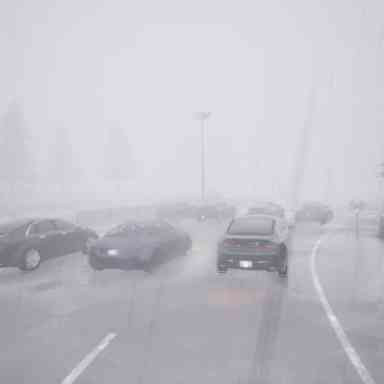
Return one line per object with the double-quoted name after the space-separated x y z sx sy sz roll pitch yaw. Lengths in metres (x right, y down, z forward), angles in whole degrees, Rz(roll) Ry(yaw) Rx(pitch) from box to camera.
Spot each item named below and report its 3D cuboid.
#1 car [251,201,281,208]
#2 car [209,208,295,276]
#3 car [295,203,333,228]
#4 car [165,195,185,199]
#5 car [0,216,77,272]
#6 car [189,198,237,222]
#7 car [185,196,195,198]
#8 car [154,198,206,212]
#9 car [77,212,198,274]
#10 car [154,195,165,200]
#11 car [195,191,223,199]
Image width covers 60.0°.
5.620 1.430 25.128 1.812 1.442 4.674 -1 0 30 "car"
2.065 1.463 10.302 1.837 1.490 4.892 -1 0 19 "car"
8.550 1.418 23.199 1.994 1.385 4.181 -1 0 30 "car"
-2.165 1.315 60.873 2.033 1.411 5.357 -1 1 31 "car"
-5.035 1.568 11.126 1.837 1.490 4.892 -1 0 17 "car"
2.011 1.479 25.881 1.837 1.490 4.892 -1 1 30 "car"
1.185 1.262 59.696 1.994 1.385 4.181 -1 1 30 "car"
-1.048 1.533 27.579 1.837 1.490 4.892 -1 1 30 "car"
-1.468 1.574 10.750 1.994 1.385 4.181 -1 0 18 "car"
-5.243 1.349 62.535 1.812 1.442 4.674 -1 1 31 "car"
3.267 0.912 56.355 2.150 2.045 5.566 -1 1 30 "car"
